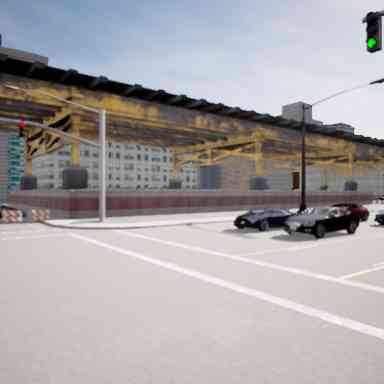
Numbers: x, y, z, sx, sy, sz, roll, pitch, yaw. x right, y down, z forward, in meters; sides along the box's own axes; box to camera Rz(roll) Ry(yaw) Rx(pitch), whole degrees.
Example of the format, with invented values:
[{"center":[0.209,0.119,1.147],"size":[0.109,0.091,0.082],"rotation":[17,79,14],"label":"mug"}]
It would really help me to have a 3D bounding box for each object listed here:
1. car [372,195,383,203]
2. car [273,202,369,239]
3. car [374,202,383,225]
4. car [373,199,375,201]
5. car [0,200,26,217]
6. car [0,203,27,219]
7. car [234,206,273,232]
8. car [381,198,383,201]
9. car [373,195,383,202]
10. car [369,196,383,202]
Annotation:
[{"center":[39.497,1.481,67.643],"size":[4.974,1.542,2.038],"rotation":[0,0,-7],"label":"car"},{"center":[6.896,1.496,17.512],"size":[4.902,1.511,2.128],"rotation":[0,0,-35],"label":"car"},{"center":[14.836,1.556,23.168],"size":[5.357,1.411,2.033],"rotation":[0,0,-35],"label":"car"},{"center":[11.642,1.533,25.185],"size":[4.674,1.442,1.812],"rotation":[0,0,-35],"label":"car"},{"center":[-15.764,1.294,26.109],"size":[4.536,1.218,1.853],"rotation":[0,0,-7],"label":"car"},{"center":[-15.712,1.451,26.115],"size":[4.974,1.542,2.038],"rotation":[0,0,-7],"label":"car"},{"center":[4.521,1.568,20.117],"size":[4.181,1.385,1.994],"rotation":[0,0,-36],"label":"car"},{"center":[20.096,1.517,31.166],"size":[4.892,1.490,1.837],"rotation":[0,0,-35],"label":"car"},{"center":[31.791,1.319,61.204],"size":[4.536,1.218,1.853],"rotation":[0,0,8],"label":"car"},{"center":[35.603,1.321,63.932],"size":[1.853,1.218,4.536],"rotation":[0,0,18],"label":"car"}]
